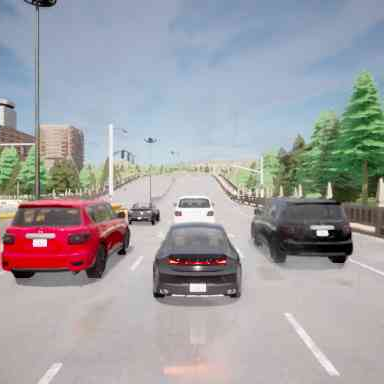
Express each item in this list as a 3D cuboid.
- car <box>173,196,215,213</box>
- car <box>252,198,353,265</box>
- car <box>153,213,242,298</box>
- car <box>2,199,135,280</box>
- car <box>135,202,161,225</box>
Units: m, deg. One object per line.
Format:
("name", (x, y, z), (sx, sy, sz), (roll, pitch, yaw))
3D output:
("car", (0.115, 1.221, 18.808), (2.150, 2.045, 5.566), (0, 0, 0))
("car", (3.612, 1.223, 11.898), (2.150, 2.045, 5.566), (0, 0, 0))
("car", (0.109, 1.505, 8.512), (1.837, 1.490, 4.892), (0, 0, 0))
("car", (-3.392, 1.222, 10.105), (2.150, 2.045, 5.566), (0, 0, 0))
("car", (-3.382, 1.491, 23.920), (2.128, 1.511, 4.902), (0, 0, 0))
